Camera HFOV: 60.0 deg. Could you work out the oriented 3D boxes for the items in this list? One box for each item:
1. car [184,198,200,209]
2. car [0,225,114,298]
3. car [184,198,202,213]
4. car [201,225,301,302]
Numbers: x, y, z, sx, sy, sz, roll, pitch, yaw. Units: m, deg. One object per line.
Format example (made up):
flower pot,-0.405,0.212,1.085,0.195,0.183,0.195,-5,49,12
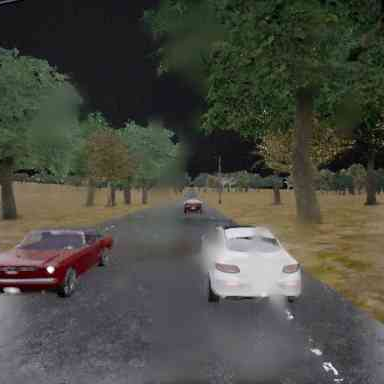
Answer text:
car,0.056,1.583,46.800,2.128,1.511,4.902,0,-1,0
car,-3.491,1.604,8.662,1.895,1.301,4.718,0,0,0
car,0.126,1.504,36.736,1.882,1.535,5.008,0,0,0
car,1.234,1.529,8.135,1.812,1.442,4.674,0,0,0
